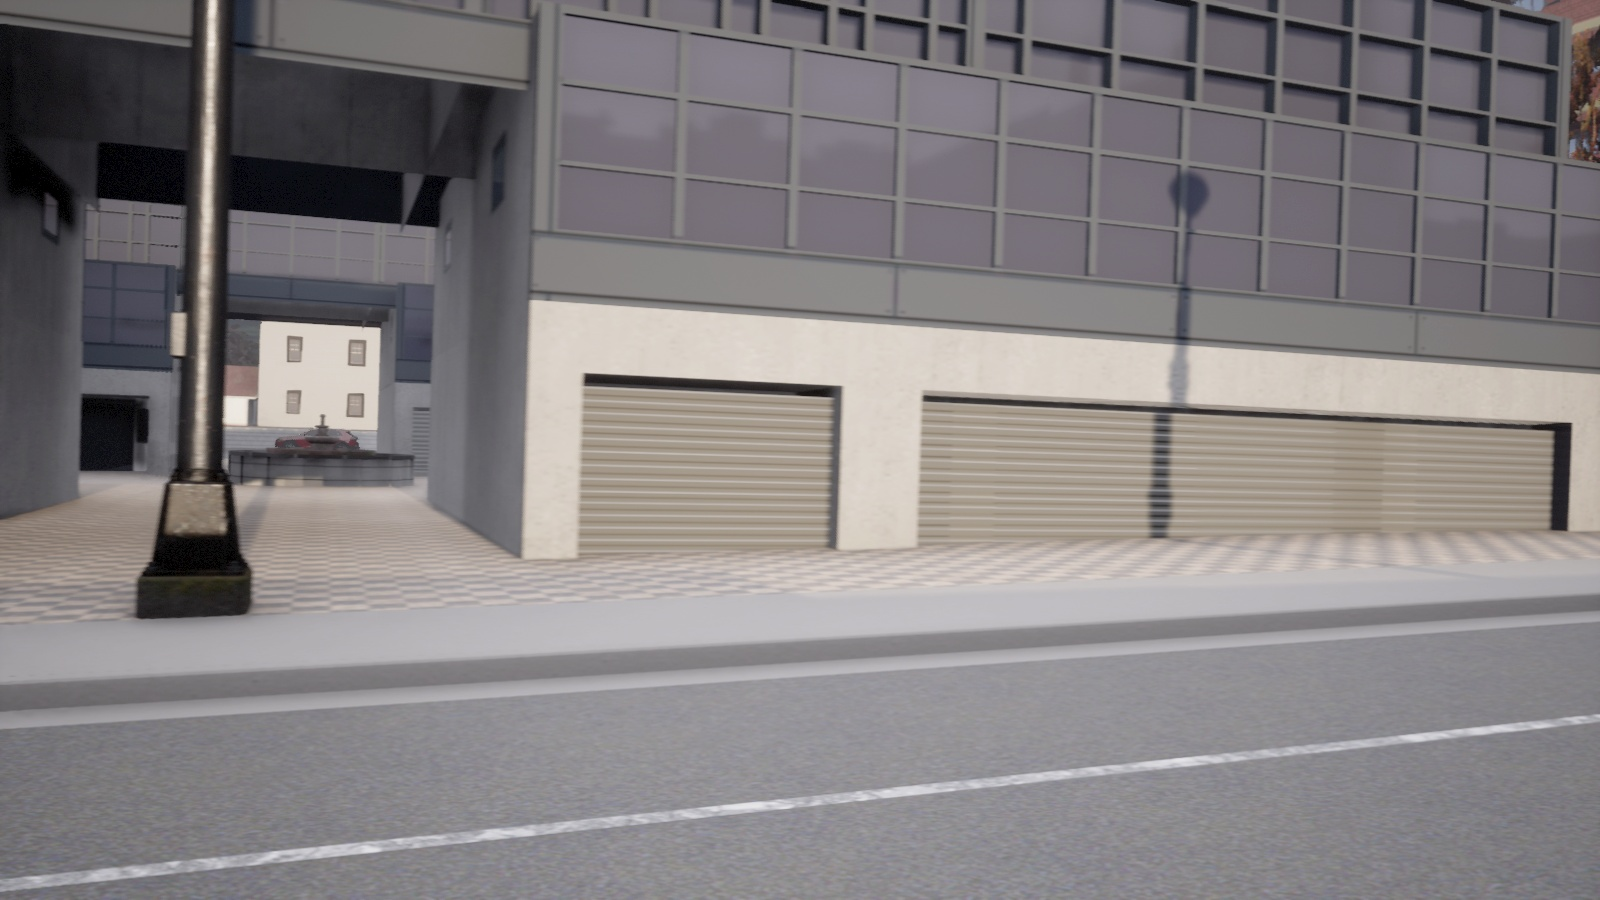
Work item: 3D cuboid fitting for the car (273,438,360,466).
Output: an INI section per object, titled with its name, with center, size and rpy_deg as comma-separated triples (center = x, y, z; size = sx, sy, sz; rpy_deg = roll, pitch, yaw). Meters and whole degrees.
[car]
center = -29.539, 0.096, 76.850
size = 4.856, 1.649, 2.033
rpy_deg = 0, 1, -19
